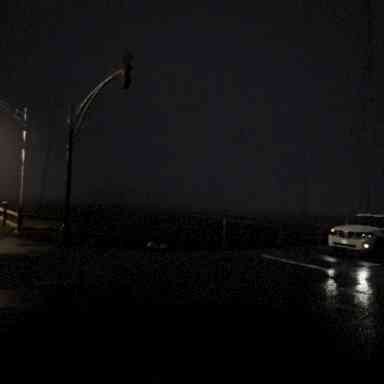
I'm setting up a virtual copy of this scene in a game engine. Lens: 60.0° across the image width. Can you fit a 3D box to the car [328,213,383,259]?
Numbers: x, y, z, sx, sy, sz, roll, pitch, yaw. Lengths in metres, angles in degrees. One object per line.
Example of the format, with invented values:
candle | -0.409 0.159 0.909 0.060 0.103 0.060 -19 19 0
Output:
car | 9.373 2.102 16.926 5.566 2.045 2.150 4 -2 -33
